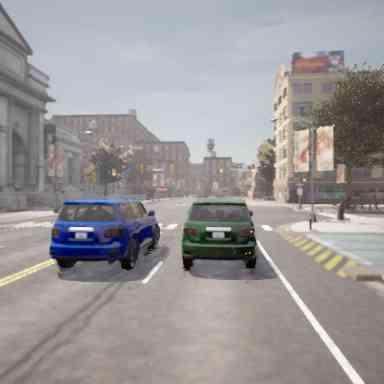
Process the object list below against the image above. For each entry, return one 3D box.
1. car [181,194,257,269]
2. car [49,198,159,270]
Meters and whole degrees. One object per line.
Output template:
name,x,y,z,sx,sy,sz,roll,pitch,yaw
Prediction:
car,0.940,1.227,11.403,2.150,2.045,5.566,0,0,5
car,-2.596,1.216,11.183,2.150,2.045,5.566,0,0,5
